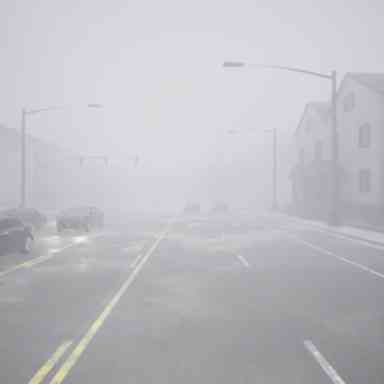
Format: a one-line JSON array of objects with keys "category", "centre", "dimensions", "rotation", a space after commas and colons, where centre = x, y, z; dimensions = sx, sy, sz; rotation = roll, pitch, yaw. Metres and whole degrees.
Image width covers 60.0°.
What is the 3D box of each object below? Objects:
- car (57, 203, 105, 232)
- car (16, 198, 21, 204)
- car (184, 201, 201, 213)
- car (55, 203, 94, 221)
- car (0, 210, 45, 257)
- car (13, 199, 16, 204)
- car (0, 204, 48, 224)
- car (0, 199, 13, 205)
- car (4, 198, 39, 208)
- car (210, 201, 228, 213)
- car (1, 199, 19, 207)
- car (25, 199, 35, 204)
[{"category": "car", "centre": [-7.098, 1.642, 21.653], "dimensions": [1.882, 1.535, 5.008], "rotation": [0, 0, 0]}, {"category": "car", "centre": [-28.204, 1.840, 51.385], "dimensions": [2.038, 1.542, 4.974], "rotation": [0, -1, -36]}, {"category": "car", "centre": [0.051, 1.813, 40.761], "dimensions": [2.128, 1.511, 4.902], "rotation": [0, -1, -1]}, {"category": "car", "centre": [-10.558, 1.755, 30.265], "dimensions": [1.812, 1.442, 4.674], "rotation": [0, 0, 0]}, {"category": "car", "centre": [-7.104, 1.591, 11.265], "dimensions": [1.837, 1.490, 4.892], "rotation": [0, 0, 0]}, {"category": "car", "centre": [-28.190, 1.806, 46.777], "dimensions": [2.038, 1.542, 4.974], "rotation": [0, -1, 44]}, {"category": "car", "centre": [-10.605, 1.700, 20.183], "dimensions": [2.033, 1.411, 5.357], "rotation": [0, 0, 0]}, {"category": "car", "centre": [-28.226, 1.648, 46.741], "dimensions": [1.853, 1.218, 4.536], "rotation": [0, -1, 44]}, {"category": "car", "centre": [-28.996, 1.881, 56.752], "dimensions": [2.038, 1.542, 4.974], "rotation": [0, 0, 29]}, {"category": "car", "centre": [3.454, 1.891, 43.149], "dimensions": [1.812, 1.442, 4.674], "rotation": [0, 0, -3]}, {"category": "car", "centre": [-28.235, 1.683, 51.428], "dimensions": [1.853, 1.218, 4.536], "rotation": [0, -1, -36]}, {"category": "car", "centre": [-29.020, 1.723, 56.707], "dimensions": [1.853, 1.218, 4.536], "rotation": [0, 0, 29]}]
